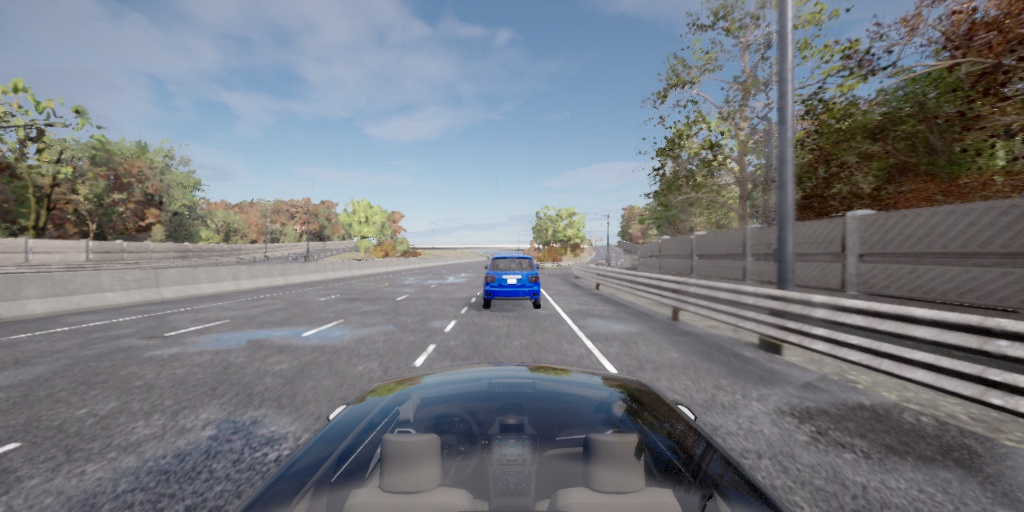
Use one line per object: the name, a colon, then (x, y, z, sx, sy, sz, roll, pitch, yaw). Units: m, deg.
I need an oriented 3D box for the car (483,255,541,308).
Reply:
car: (0.000, 0.967, 15.165, 2.150, 2.045, 5.566, 0, 0, 0)
